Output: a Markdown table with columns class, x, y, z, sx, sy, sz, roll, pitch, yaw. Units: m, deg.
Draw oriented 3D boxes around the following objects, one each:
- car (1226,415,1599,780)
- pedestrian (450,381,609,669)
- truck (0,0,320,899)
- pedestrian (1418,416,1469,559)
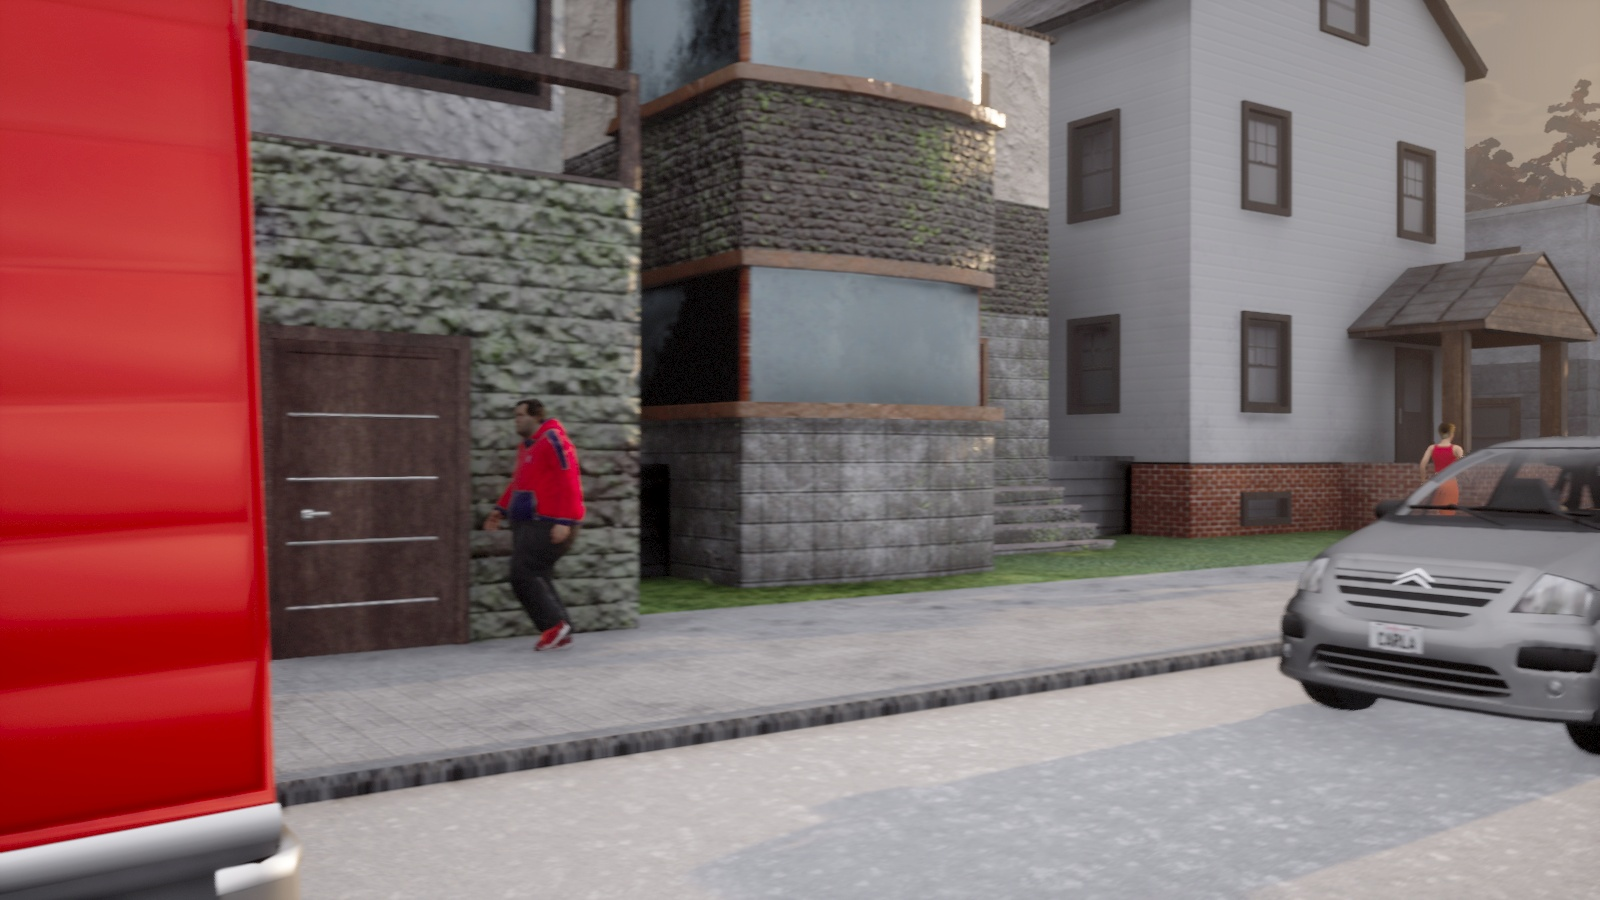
| class | x | y | z | sx | sy | sz | roll | pitch | yaw |
| --- | --- | --- | --- | --- | --- | --- | --- | --- | --- |
| car | 4.566 | 0.654 | 7.464 | 3.988 | 1.617 | 1.851 | 0 | 0 | -35 |
| pedestrian | -1.846 | 0.481 | 8.564 | 0.899 | 1.844 | 0.634 | 0 | 0 | -32 |
| truck | -3.709 | 0.239 | 1.681 | 5.204 | 2.467 | 2.627 | -3 | 1 | -35 |
| pedestrian | 8.455 | 0.482 | 16.497 | 0.594 | 1.836 | 0.345 | 0 | 0 | -32 |
